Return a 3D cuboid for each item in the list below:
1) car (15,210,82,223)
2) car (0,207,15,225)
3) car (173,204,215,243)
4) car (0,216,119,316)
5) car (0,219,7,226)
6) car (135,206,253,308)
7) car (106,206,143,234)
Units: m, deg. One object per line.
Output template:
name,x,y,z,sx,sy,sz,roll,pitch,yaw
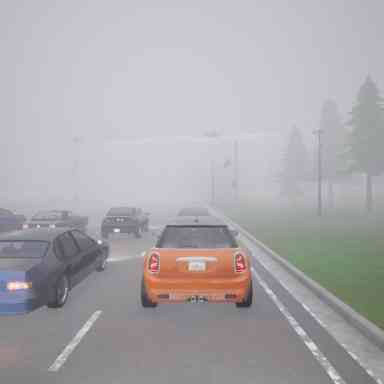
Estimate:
car,-6.920,1.601,17.317,1.895,1.301,4.718,0,0,0
car,-10.421,1.478,17.113,1.882,1.535,5.008,0,0,0
car,0.080,1.478,17.126,1.882,1.535,5.008,0,0,0
car,-3.408,1.547,7.824,2.033,1.411,5.357,0,0,0
car,-6.919,1.601,8.213,1.895,1.301,4.718,0,0,0
car,0.091,1.352,8.100,2.097,1.767,4.553,0,0,0
car,-3.422,1.505,17.569,1.837,1.490,4.892,0,0,0
